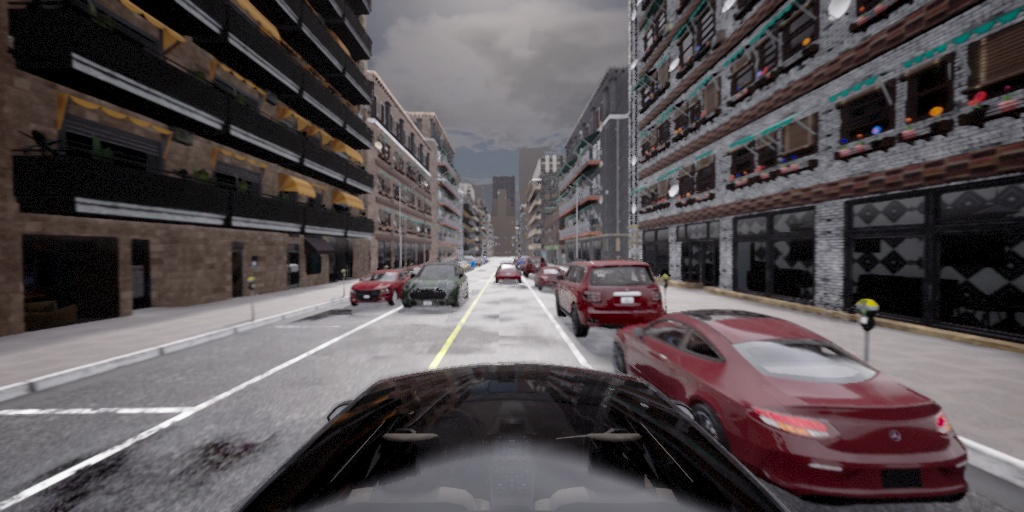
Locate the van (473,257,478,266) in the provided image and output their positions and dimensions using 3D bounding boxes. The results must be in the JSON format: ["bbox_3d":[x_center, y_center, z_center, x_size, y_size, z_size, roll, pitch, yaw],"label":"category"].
[{"bbox_3d":[-6.031,0.973,49.656,1.690,1.789,3.998,0,0,-1],"label":"van"}]

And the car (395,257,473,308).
[{"bbox_3d":[-3.020,1.076,14.934,2.097,1.767,4.553,0,0,-1],"label":"car"}]

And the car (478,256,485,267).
[{"bbox_3d":[-6.206,1.038,60.957,1.967,1.591,4.097,0,0,-1],"label":"car"}]

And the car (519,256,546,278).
[{"bbox_3d":[2.113,0.955,32.761,2.192,1.841,5.009,0,0,-1],"label":"car"}]

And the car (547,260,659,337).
[{"bbox_3d":[2.465,1.024,10.107,2.192,1.841,5.009,0,0,-1],"label":"car"}]

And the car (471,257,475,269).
[{"bbox_3d":[-5.940,1.175,43.835,1.751,1.417,4.829,0,0,-1],"label":"car"}]

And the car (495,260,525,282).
[{"bbox_3d":[-0.284,1.233,27.805,1.994,1.385,4.181,0,0,-1],"label":"car"}]

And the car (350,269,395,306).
[{"bbox_3d":[-5.504,1.280,15.752,1.888,1.381,4.507,0,0,-1],"label":"car"}]

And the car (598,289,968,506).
[{"bbox_3d":[2.553,1.309,4.443,1.802,1.307,4.207,0,0,-1],"label":"car"}]

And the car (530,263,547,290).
[{"bbox_3d":[2.289,1.256,21.434,1.802,1.307,4.207,0,0,-1],"label":"car"}]

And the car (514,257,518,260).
[{"bbox_3d":[-0.541,1.146,43.856,1.812,1.442,4.674,0,0,-1],"label":"car"}]
